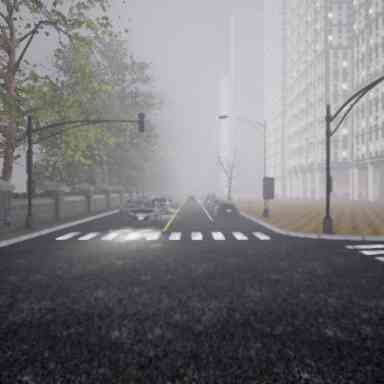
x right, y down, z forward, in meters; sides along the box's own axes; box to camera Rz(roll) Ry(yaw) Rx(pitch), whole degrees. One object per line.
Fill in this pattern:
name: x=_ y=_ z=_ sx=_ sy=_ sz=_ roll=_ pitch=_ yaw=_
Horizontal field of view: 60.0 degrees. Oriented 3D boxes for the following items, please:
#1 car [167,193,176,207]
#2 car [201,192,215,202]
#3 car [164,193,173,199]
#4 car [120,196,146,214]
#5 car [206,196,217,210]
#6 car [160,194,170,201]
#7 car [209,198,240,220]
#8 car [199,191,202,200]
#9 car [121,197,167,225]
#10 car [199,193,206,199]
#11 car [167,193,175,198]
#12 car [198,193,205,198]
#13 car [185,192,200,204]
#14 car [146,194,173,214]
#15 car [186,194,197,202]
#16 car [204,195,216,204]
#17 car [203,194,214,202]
car: x=-3.133 y=1.186 z=43.002 sx=2.128 sy=1.511 sz=4.902 roll=0 pitch=0 yaw=0
car: x=3.043 y=0.974 z=54.396 sx=2.097 sy=1.767 sz=4.553 roll=0 pitch=0 yaw=0
car: x=-5.795 y=0.993 z=82.427 sx=1.887 sy=1.381 sz=4.507 roll=0 pitch=0 yaw=0
car: x=-5.730 y=1.353 z=31.737 sx=1.802 sy=1.307 sz=4.206 roll=0 pitch=0 yaw=0
car: x=2.650 y=1.338 z=31.748 sx=1.947 sy=1.339 sz=4.313 roll=0 pitch=0 yaw=0
car: x=-5.781 y=1.061 z=71.162 sx=1.887 sy=1.381 sz=4.507 roll=0 pitch=0 yaw=0
car: x=2.658 y=1.377 z=26.116 sx=1.947 sy=1.339 sz=4.313 roll=0 pitch=0 yaw=0
car: x=2.592 y=1.034 z=76.805 sx=2.008 sy=1.369 sz=4.403 roll=0 pitch=0 yaw=0
car: x=-3.130 y=1.325 z=22.804 sx=2.128 sy=1.511 sz=4.902 roll=0 pitch=0 yaw=0
car: x=2.585 y=1.031 z=82.438 sx=1.802 sy=1.307 sz=4.206 roll=0 pitch=0 yaw=0
car: x=-5.810 y=0.929 z=93.691 sx=1.887 sy=1.381 sz=4.507 roll=0 pitch=0 yaw=0
car: x=2.578 y=0.999 z=88.070 sx=1.802 sy=1.307 sz=4.206 roll=0 pitch=0 yaw=0
car: x=-0.070 y=1.150 z=53.814 sx=1.812 sy=1.442 sz=4.674 roll=0 pitch=0 yaw=0
car: x=-3.139 y=1.270 z=32.622 sx=1.837 sy=1.490 sz=4.892 roll=0 pitch=0 yaw=0
car: x=-0.082 y=1.112 z=63.397 sx=2.033 sy=1.411 sz=5.357 roll=0 pitch=0 yaw=0
car: x=2.643 y=1.299 z=37.381 sx=1.947 sy=1.339 sz=4.313 roll=0 pitch=0 yaw=0
car: x=3.070 y=1.103 z=61.427 sx=1.812 sy=1.442 sz=4.674 roll=0 pitch=0 yaw=0
